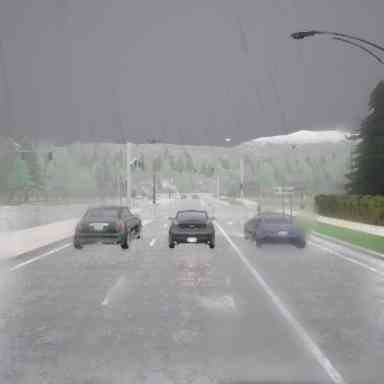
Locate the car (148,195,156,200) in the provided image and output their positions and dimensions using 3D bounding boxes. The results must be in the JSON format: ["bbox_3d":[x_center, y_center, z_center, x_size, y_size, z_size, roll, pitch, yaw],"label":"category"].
[{"bbox_3d":[-10.643,1.487,88.585,1.837,1.490,4.892,0,0,1],"label":"car"}]

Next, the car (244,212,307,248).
[{"bbox_3d":[3.500,1.571,14.650,1.994,1.385,4.181,0,0,0],"label":"car"}]

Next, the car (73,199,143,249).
[{"bbox_3d":[-3.500,1.364,14.620,2.097,1.767,4.553,0,0,0],"label":"car"}]

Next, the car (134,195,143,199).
[{"bbox_3d":[-14.142,1.511,88.639,1.812,1.442,4.674,0,0,1],"label":"car"}]

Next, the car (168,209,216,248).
[{"bbox_3d":[0.000,1.514,14.650,1.837,1.490,4.892,0,0,0],"label":"car"}]
